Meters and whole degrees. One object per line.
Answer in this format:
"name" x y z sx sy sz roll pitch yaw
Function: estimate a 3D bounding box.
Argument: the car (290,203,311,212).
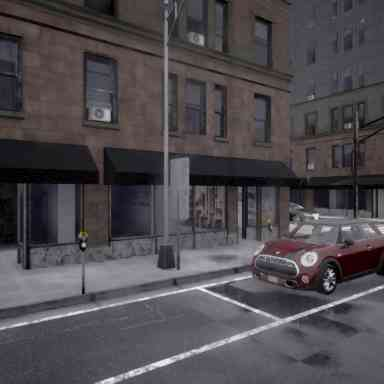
"car" 7.045 1.537 24.612 2.128 1.511 4.902 0 0 -35

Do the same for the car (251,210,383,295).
"car" 3.443 1.440 8.658 4.097 1.590 1.967 0 0 -36
